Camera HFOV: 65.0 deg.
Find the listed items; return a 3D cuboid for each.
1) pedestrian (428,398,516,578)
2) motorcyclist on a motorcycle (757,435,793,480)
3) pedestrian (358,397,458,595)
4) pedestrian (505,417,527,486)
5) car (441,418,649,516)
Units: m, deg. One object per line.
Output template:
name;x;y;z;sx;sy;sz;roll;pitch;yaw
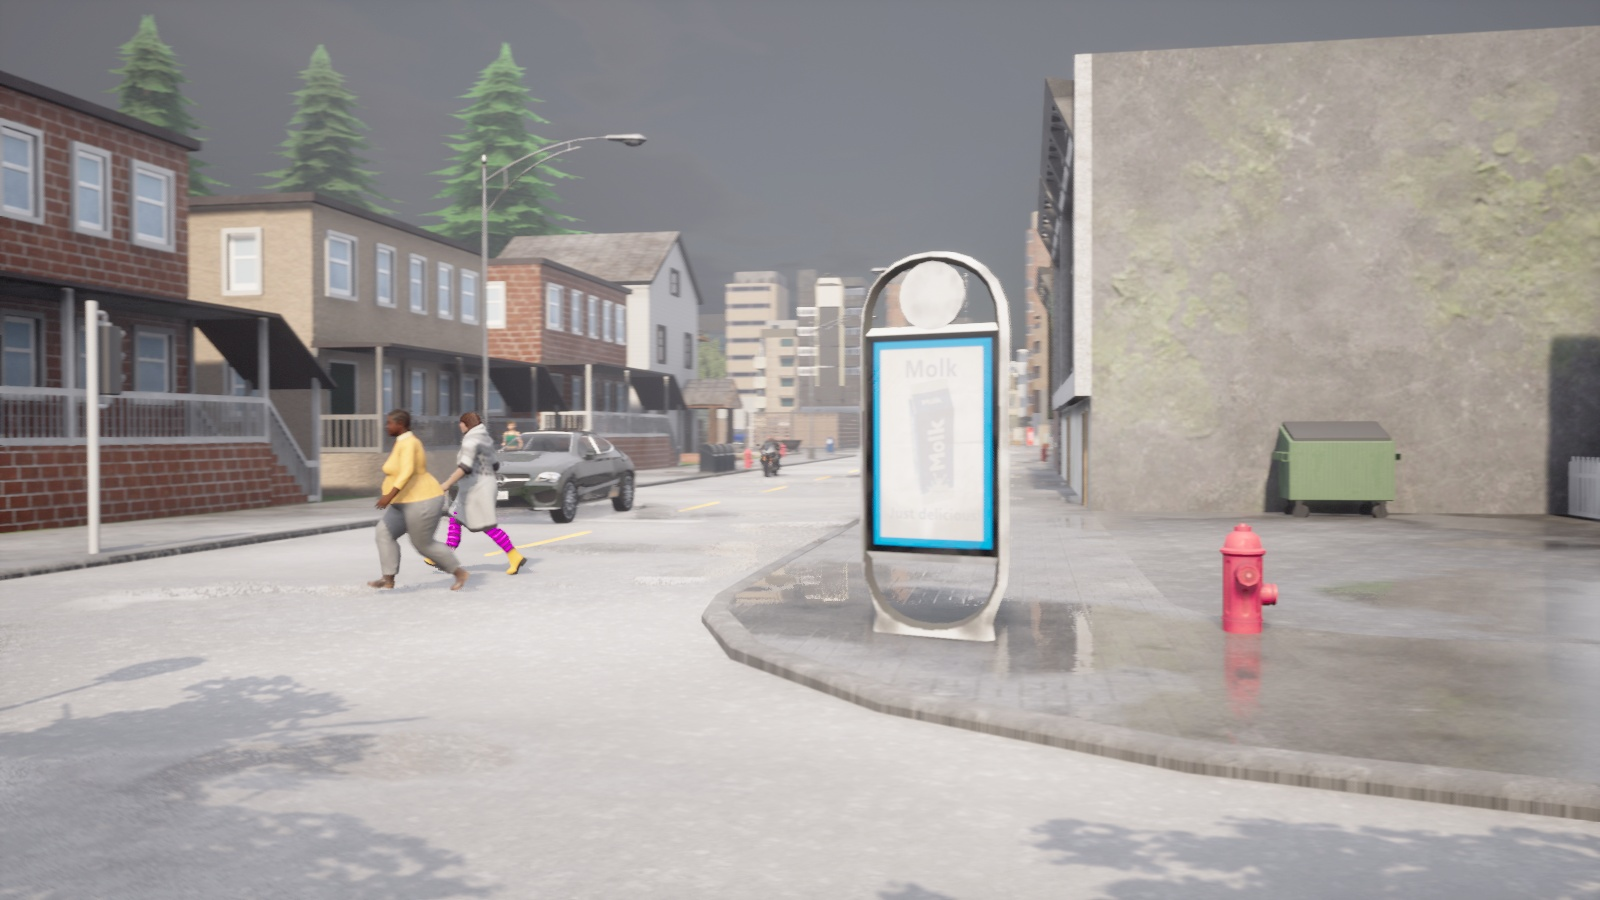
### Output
pedestrian;-3.647;0.410;14.015;0.873;1.952;0.659;0;1;-7
motorcyclist on a motorcycle;-0.868;0.239;44.460;0.866;1.530;2.191;0;1;11
pedestrian;-3.854;0.429;12.320;0.900;1.855;0.874;0;1;-19
pedestrian;-7.569;0.037;33.487;0.345;1.836;0.594;0;1;13
car;-4.677;0.252;23.963;2.152;1.651;5.027;0;1;11
